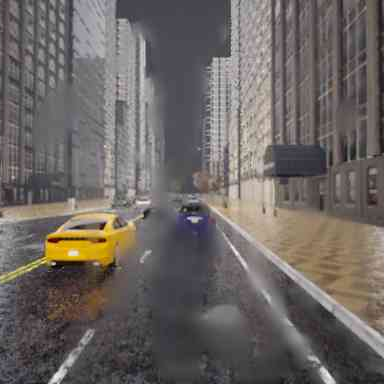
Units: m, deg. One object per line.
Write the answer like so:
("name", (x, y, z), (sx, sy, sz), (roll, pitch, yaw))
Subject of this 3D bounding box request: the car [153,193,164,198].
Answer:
("car", (-6.426, 1.208, 62.377), (2.150, 2.045, 5.566), (0, 0, 1))

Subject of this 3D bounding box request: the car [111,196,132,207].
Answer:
("car", (-9.762, 1.342, 46.008), (2.097, 1.767, 4.553), (0, 0, 0))

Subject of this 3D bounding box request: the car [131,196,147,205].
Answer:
("car", (-9.690, 1.480, 61.637), (2.128, 1.511, 4.902), (0, 0, 1))

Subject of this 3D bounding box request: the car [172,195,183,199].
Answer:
("car", (-3.146, 1.582, 68.236), (1.895, 1.301, 4.718), (0, 0, 0))

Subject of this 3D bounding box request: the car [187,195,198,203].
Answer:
("car", (0.104, 1.487, 67.784), (2.128, 1.511, 4.902), (0, 0, 0))

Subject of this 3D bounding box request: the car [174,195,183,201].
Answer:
("car", (-3.130, 1.408, 78.213), (1.812, 1.442, 4.674), (0, 0, 0))

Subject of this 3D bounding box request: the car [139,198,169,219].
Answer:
("car", (-3.120, 1.592, 29.550), (1.994, 1.385, 4.181), (-1, 1, 0))

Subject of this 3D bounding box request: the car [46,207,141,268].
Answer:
("car", (-3.133, 1.475, 11.265), (1.882, 1.535, 5.008), (0, 0, 0))

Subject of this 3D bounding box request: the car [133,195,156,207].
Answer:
("car", (-6.514, 1.515, 45.571), (1.812, 1.442, 4.674), (0, 0, 0))

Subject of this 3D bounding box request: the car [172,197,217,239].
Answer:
("car", (0.124, 1.347, 17.464), (2.097, 1.767, 4.553), (0, 0, 0))
